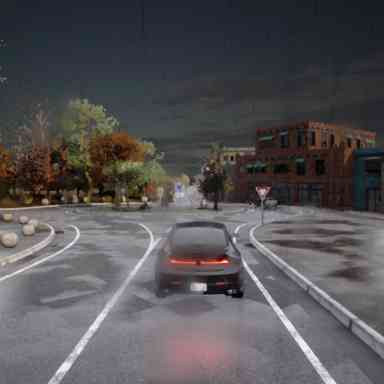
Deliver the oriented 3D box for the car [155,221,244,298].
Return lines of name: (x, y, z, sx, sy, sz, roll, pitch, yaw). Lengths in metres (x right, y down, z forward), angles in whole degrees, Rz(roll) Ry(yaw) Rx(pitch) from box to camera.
car: (0.198, 1.498, 8.522, 1.837, 1.490, 4.892, 0, 0, 2)

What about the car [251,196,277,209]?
car: (8.997, 1.276, 41.725, 2.128, 1.511, 4.902, 0, 0, -11)
